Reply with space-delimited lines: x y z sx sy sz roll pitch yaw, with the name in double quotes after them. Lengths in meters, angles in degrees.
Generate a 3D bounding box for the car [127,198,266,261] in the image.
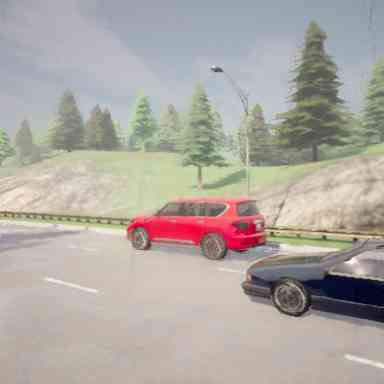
0.029 1.233 12.548 5.566 2.045 2.150 0 0 35 "car"

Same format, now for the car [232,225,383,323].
3.623 1.528 5.782 5.357 1.411 2.033 0 0 34 "car"
